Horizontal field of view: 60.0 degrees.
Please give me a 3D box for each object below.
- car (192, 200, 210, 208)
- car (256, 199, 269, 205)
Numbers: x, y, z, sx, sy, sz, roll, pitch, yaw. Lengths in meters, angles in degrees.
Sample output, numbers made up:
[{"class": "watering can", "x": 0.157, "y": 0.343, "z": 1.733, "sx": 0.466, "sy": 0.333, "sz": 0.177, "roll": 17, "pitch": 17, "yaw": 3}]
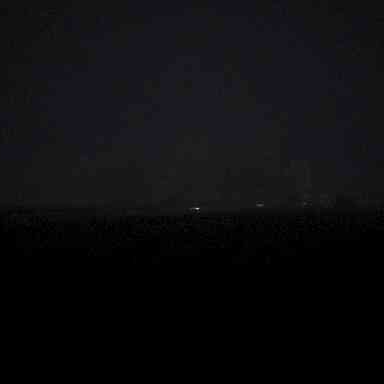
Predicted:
[{"class": "car", "x": 1.834, "y": 2.439, "z": 67.373, "sx": 1.837, "sy": 1.490, "sz": 4.892, "roll": 0, "pitch": 0, "yaw": 36}, {"class": "car", "x": 19.368, "y": 2.640, "z": 91.634, "sx": 2.097, "sy": 1.767, "sz": 4.553, "roll": 0, "pitch": -1, "yaw": 36}]
